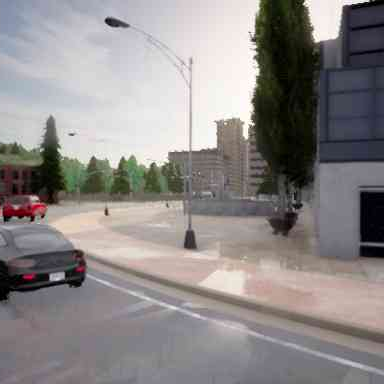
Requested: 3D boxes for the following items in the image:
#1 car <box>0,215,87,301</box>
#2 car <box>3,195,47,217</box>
[{"bbox_3d":[-4.282,1.547,8.455,1.812,1.442,4.674,0,0,-42],"label":"car"},{"bbox_3d":[-13.524,1.285,27.210,2.150,2.045,5.566,0,0,-12],"label":"car"}]
